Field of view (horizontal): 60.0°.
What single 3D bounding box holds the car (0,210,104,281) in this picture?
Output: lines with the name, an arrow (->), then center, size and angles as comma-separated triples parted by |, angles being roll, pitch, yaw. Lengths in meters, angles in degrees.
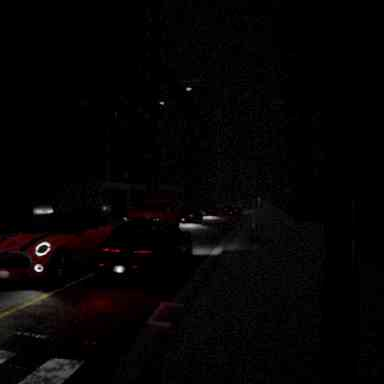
car -> -4.139, 1.427, 10.253 | 2.097, 1.767, 4.553 | 1, -1, 11

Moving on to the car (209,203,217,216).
car -> 1.881, 2.040, 39.617 | 2.033, 1.411, 5.357 | 1, -1, 12

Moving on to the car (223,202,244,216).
car -> 4.940, 2.148, 40.338 | 1.895, 1.301, 4.718 | 1, -1, 12

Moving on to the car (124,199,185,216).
car -> -2.236, 1.430, 19.693 | 2.150, 2.045, 5.566 | 1, -1, 12

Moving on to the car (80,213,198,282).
car -> -1.251, 1.623, 10.301 | 1.837, 1.490, 4.892 | 1, -1, 12

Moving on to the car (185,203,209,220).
car -> -0.182, 1.898, 29.731 | 2.033, 1.411, 5.357 | 1, -1, 12
